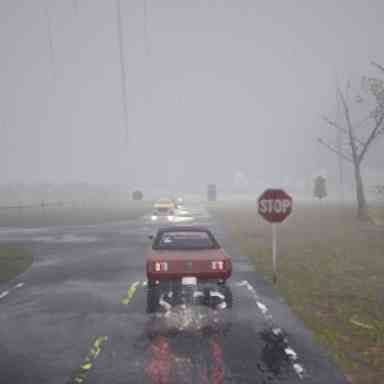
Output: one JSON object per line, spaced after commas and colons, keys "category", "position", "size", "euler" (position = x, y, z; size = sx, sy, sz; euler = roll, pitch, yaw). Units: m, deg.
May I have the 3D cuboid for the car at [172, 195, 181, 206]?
{"category": "car", "position": [-2.822, 1.496, 44.624], "size": [1.837, 1.490, 4.892], "euler": [0, 0, 0]}

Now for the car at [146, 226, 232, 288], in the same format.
{"category": "car", "position": [-0.270, 1.601, 9.298], "size": [1.895, 1.301, 4.718], "euler": [0, 0, -6]}

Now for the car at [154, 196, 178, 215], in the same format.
{"category": "car", "position": [-2.833, 1.473, 34.487], "size": [1.882, 1.535, 5.008], "euler": [0, 0, 0]}
